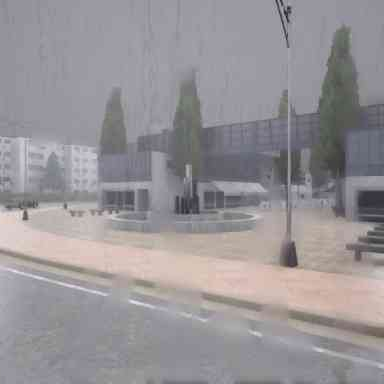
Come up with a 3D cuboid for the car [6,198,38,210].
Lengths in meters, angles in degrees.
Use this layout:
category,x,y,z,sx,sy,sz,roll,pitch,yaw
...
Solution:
category,x,y,z,sx,sy,sz,roll,pitch,yaw
car,-21.859,1.491,43.015,2.128,1.511,4.902,0,0,5
